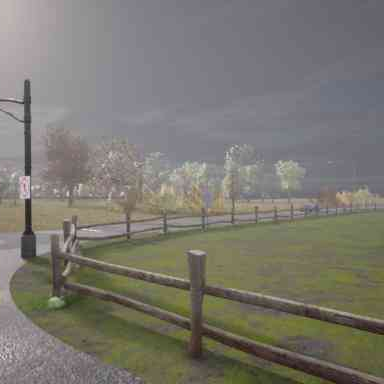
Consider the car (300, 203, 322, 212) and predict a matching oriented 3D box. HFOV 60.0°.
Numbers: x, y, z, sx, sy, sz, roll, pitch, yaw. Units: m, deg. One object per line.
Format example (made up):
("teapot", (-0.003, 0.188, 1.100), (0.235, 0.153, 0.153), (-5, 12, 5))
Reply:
("car", (18.950, 2.449, 52.944), (2.033, 1.411, 5.357), (-1, -2, 40))
